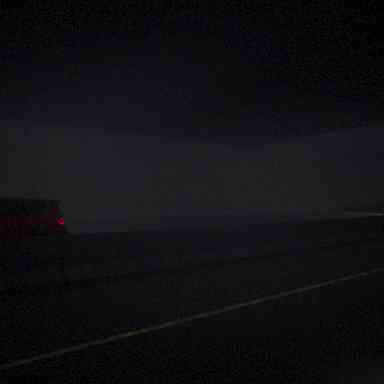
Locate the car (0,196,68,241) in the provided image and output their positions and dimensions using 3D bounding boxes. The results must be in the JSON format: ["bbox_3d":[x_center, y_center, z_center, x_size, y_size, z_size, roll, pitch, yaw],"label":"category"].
[{"bbox_3d":[-7.317,1.231,11.671,5.566,2.045,2.150,1,0,-36],"label":"car"}]

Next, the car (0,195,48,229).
[{"bbox_3d":[-12.316,1.247,21.005,5.566,2.045,2.150,1,0,-36],"label":"car"}]

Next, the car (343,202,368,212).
[{"bbox_3d":[23.349,2.047,46.417,5.357,1.411,2.033,1,0,-35],"label":"car"}]

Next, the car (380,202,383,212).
[{"bbox_3d":[24.094,2.055,38.371,4.718,1.301,1.895,1,0,-35],"label":"car"}]

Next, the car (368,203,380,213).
[{"bbox_3d":[25.637,2.009,43.752,4.892,1.490,1.837,1,-1,-35],"label":"car"}]

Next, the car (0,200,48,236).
[{"bbox_3d":[-10.465,1.375,18.025,4.553,1.767,2.097,1,0,-36],"label":"car"}]

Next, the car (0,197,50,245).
[{"bbox_3d":[-9.386,1.231,14.493,5.566,2.045,2.150,1,0,-36],"label":"car"}]
